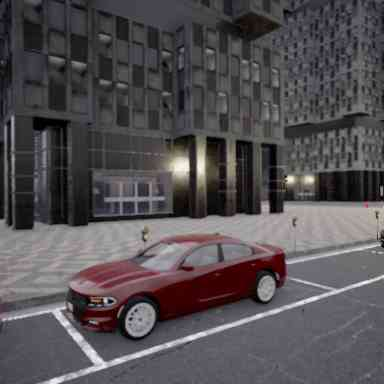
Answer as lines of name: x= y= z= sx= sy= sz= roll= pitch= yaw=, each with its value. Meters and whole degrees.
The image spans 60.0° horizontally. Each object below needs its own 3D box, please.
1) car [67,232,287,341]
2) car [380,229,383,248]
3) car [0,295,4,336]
car: x=-0.063 y=1.527 z=6.487 sx=4.507 sy=1.381 sz=1.887 roll=0 pitch=0 yaw=-35
car: x=9.120 y=1.496 z=13.033 sx=4.313 sy=1.339 sz=1.947 roll=0 pitch=0 yaw=-35
car: x=-4.657 y=1.325 z=3.214 sx=5.009 sy=1.841 sz=2.192 roll=0 pitch=0 yaw=-35
